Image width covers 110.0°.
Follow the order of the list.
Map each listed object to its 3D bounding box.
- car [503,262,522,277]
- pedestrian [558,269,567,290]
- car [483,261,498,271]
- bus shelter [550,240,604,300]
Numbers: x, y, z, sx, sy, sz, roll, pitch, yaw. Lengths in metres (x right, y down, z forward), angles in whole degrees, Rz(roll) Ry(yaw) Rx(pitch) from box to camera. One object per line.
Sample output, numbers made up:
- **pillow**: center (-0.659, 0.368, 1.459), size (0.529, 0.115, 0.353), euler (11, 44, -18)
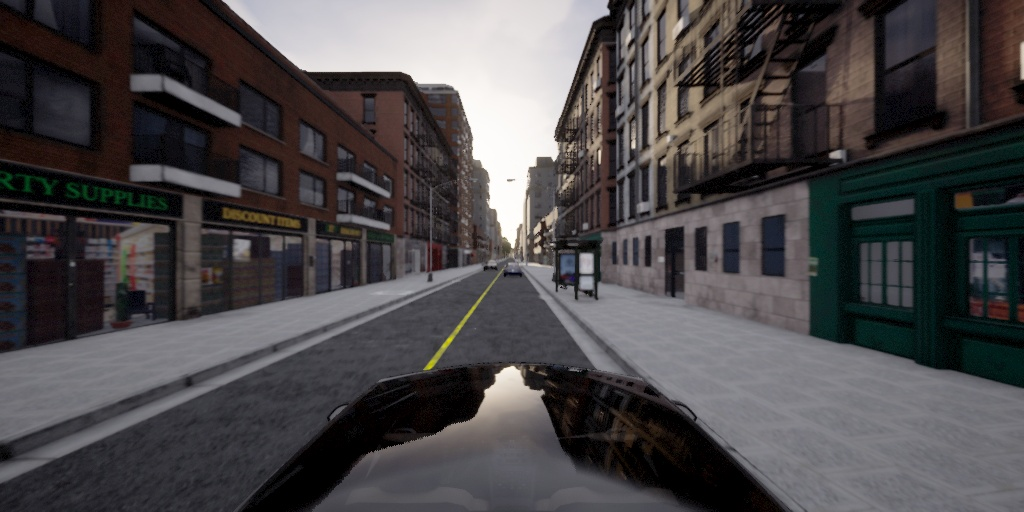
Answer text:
- **car**: center (0.094, 1.436, 38.172), size (1.994, 1.385, 4.181), euler (0, 0, 0)
- **pedestrian**: center (2.812, 0.954, 19.955), size (0.375, 1.860, 0.375), euler (0, 0, -10)
- **car**: center (-3.052, 1.390, 51.432), size (1.882, 1.535, 5.008), euler (0, 0, 0)
- **bus shelter**: center (3.139, 0.680, 17.445), size (1.920, 2.740, 3.880), euler (0, 0, 0)
